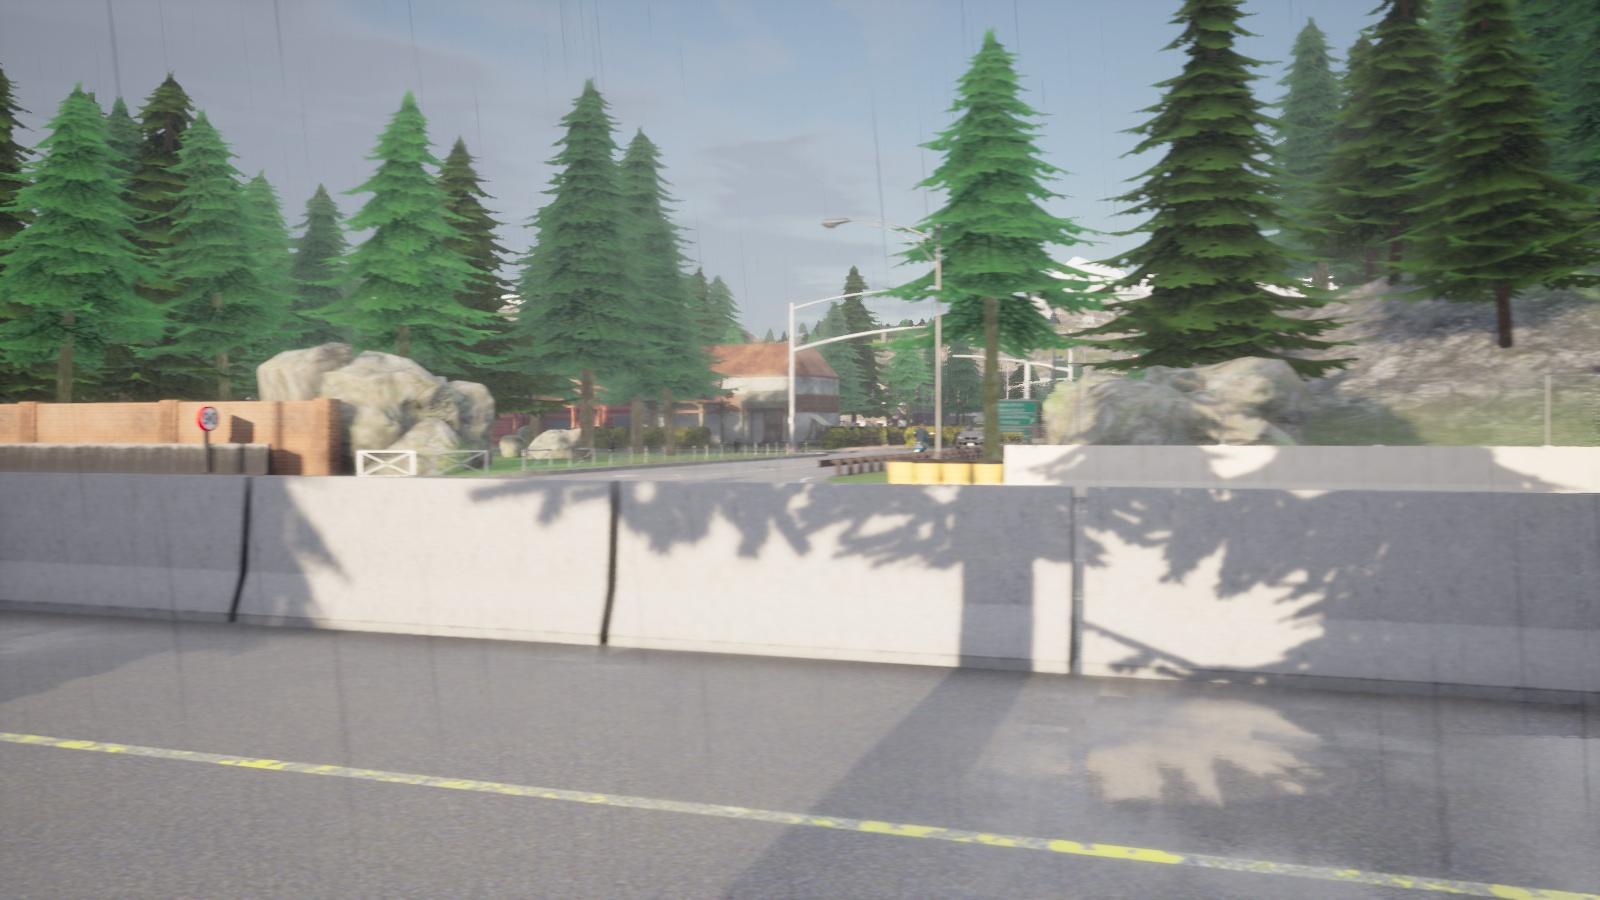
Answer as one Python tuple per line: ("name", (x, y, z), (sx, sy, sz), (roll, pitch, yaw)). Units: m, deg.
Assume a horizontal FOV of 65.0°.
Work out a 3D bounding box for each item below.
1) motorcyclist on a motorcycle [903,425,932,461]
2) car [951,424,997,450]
("motorcyclist on a motorcycle", (5.188, -0.322, 55.461), (0.866, 1.590, 1.817), (1, 1, 19))
("car", (11.840, -0.893, 85.274), (2.242, 1.667, 4.611), (1, 1, 19))
